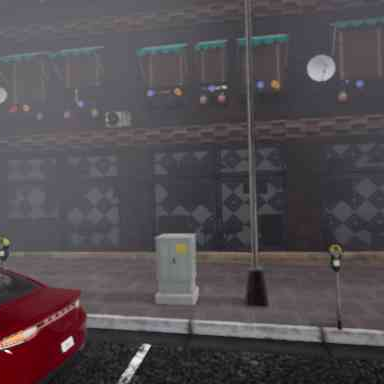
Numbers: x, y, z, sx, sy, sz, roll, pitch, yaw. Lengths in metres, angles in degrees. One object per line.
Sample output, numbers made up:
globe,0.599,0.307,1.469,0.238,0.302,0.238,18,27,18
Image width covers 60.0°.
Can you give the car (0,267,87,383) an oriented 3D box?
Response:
car,-3.577,1.543,4.016,4.507,1.381,1.887,0,-1,9
